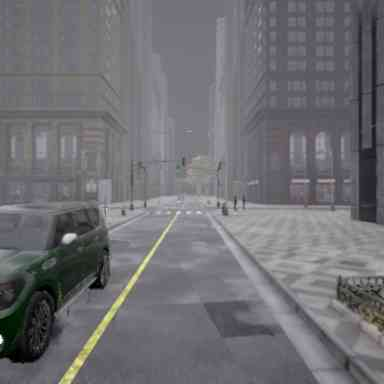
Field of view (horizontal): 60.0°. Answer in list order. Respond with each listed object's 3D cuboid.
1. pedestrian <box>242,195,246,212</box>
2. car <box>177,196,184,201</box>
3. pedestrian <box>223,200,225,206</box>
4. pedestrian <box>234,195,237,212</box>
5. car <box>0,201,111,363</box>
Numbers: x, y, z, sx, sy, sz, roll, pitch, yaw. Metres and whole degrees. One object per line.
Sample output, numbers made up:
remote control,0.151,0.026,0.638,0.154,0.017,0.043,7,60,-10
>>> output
pedestrian,5.621,1.233,36.122,0.375,1.860,0.375,0,0,0
car,-3.034,1.770,90.178,2.033,1.411,5.357,0,0,0
pedestrian,3.621,1.328,36.721,0.500,1.100,0.500,0,0,0
pedestrian,4.621,1.227,35.522,0.375,1.860,0.375,0,0,0
car,-3.102,1.237,6.262,2.150,2.045,5.566,0,0,0
